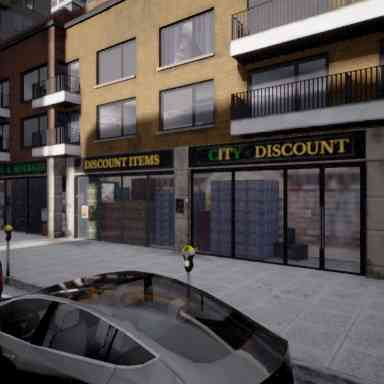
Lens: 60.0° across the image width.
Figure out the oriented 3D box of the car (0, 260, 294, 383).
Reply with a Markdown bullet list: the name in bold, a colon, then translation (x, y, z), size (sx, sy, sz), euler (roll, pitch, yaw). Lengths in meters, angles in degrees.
- **car**: translation (-1.099, 1.566, 3.586), size (4.313, 1.339, 1.947), euler (0, 0, 35)
